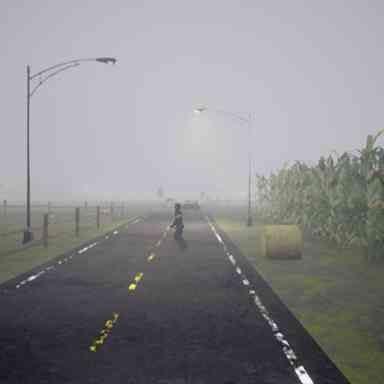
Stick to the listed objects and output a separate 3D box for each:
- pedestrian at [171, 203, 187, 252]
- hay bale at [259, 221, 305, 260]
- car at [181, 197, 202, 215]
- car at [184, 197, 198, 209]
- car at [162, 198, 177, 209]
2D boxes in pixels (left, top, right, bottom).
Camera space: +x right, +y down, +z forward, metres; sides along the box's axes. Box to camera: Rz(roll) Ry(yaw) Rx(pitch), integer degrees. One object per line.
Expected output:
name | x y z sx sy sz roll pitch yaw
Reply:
pedestrian | -0.487 1.290 12.459 0.375 1.860 0.375 0 0 -3
hay bale | 3.083 1.651 11.545 1.220 1.180 1.240 0 0 0
car | -0.033 1.479 33.783 2.128 1.511 4.902 0 0 0
car | -0.094 1.461 45.991 1.882 1.535 5.008 0 0 0
car | -3.000 1.509 45.425 1.812 1.442 4.674 0 0 0
